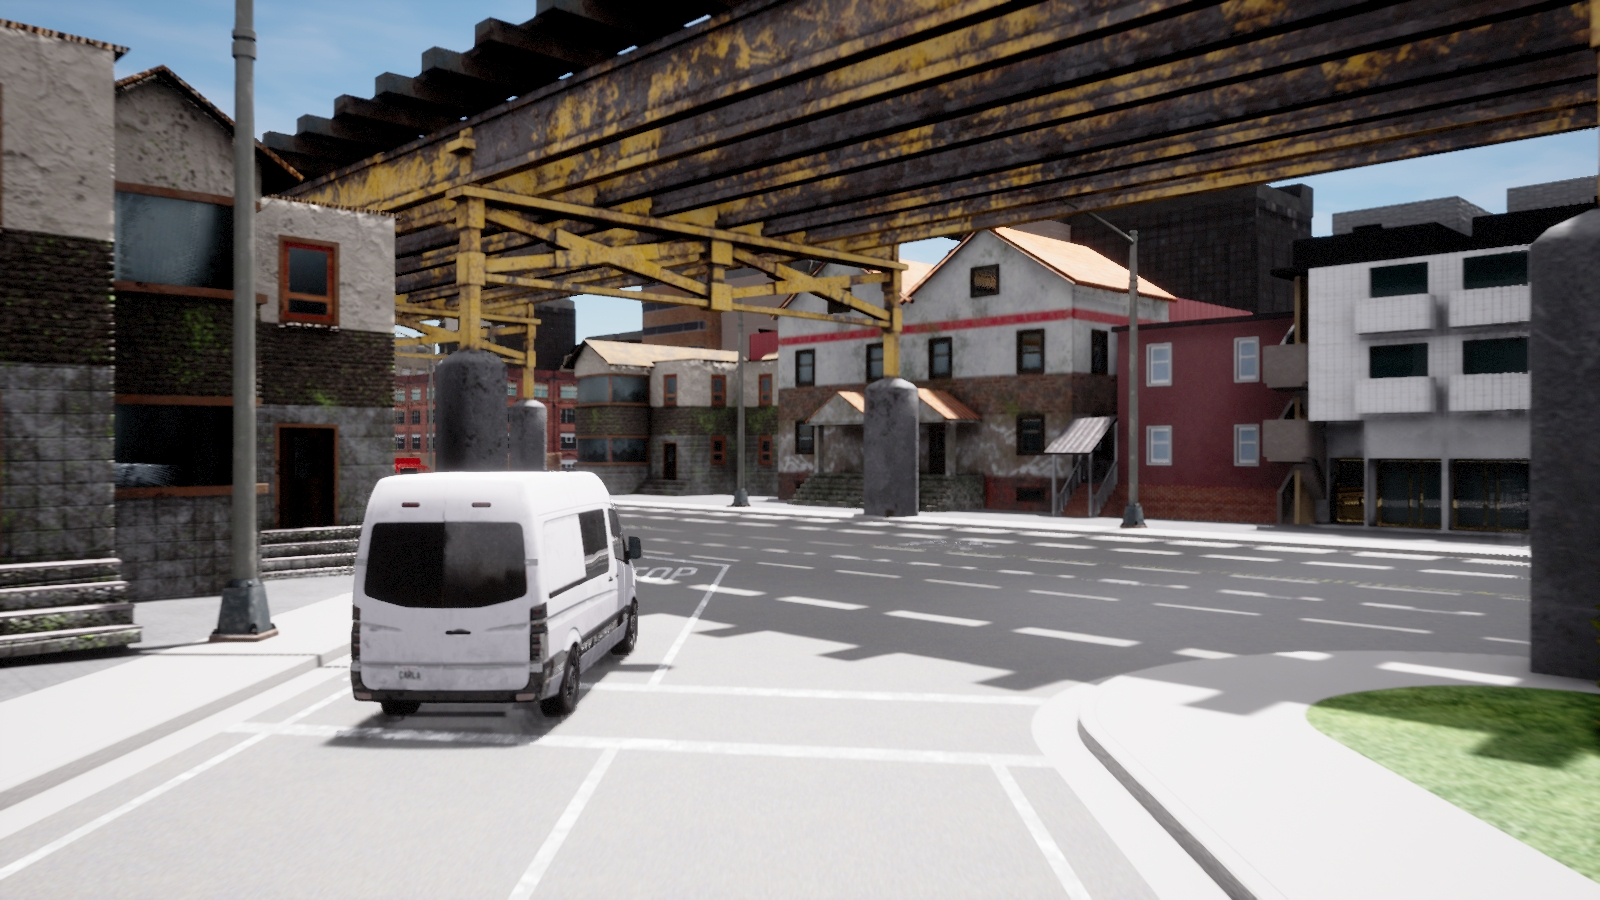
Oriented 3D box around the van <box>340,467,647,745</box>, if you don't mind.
[{"bbox_3d":[-3.330,1.531,13.883,1.988,2.561,5.915,0,0,2],"label":"van"}]
